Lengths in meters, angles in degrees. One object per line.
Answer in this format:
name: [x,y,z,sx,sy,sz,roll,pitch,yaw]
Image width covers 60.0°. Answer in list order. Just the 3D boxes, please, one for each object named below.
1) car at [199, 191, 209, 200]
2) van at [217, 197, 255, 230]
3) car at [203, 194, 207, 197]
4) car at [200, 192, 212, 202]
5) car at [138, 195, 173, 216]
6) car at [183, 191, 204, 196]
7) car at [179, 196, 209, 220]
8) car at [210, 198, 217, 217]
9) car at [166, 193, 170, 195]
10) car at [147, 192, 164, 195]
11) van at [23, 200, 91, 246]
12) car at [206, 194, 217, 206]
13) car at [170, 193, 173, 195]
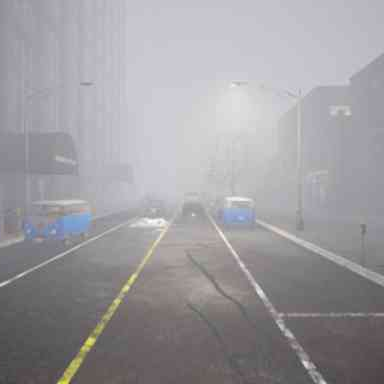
car: [2.669,0.781,75.436,2.192,1.841,5.009,1,0,0]
van: [2.694,1.212,19.975,1.690,1.788,3.998,1,0,0]
car: [2.681,1.262,42.162,1.887,1.381,4.507,1,0,0]
car: [2.674,0.867,64.343,2.192,1.841,5.009,1,0,0]
car: [-3.108,1.298,29.436,2.128,1.511,4.902,0,0,0]
car: [0.079,0.930,43.511,2.150,2.045,5.566,0,1,0]
car: [0.089,1.337,25.876,1.837,1.490,4.892,0,1,0]
car: [2.689,1.399,25.523,1.947,1.339,4.313,1,0,0]
car: [-5.709,1.079,64.168,1.752,1.417,4.829,1,0,0]
car: [-5.698,0.992,47.700,2.192,1.841,5.009,1,0,0]
van: [-5.683,1.248,14.424,1.690,1.788,3.998,1,0,0]
car: [2.688,1.236,31.068,1.967,1.590,4.097,1,0,0]
car: [-5.713,1.075,69.887,1.947,1.339,4.313,1,0,0]
